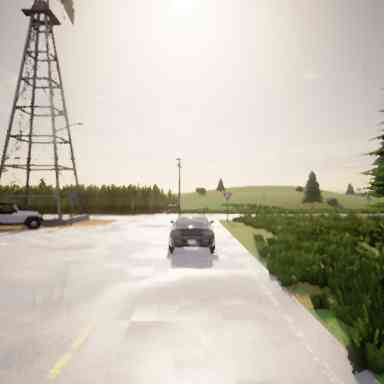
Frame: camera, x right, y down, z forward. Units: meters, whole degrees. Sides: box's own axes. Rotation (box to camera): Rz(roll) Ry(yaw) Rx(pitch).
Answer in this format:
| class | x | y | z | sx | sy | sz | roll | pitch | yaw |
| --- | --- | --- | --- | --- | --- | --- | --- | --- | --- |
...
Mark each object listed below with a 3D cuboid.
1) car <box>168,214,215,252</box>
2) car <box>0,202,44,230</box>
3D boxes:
| class | x | y | z | sx | sy | sz | roll | pitch | yaw |
| --- | --- | --- | --- | --- | --- | --- | --- | --- | --- |
| car | 0.005 | 1.660 | 14.395 | 1.812 | 1.442 | 4.674 | 0 | 0 | 0 |
| car | -11.901 | 1.561 | 21.819 | 3.866 | 1.878 | 1.905 | 0 | -1 | -31 |
